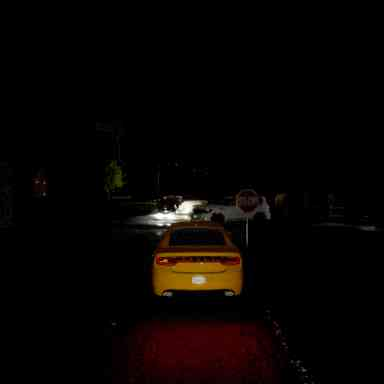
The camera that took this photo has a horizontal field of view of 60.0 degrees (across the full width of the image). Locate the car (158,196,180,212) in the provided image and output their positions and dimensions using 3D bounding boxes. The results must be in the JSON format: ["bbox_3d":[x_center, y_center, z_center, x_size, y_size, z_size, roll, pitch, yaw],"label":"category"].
[{"bbox_3d":[-2.809,1.491,38.142,2.128,1.511,4.902,0,0,1],"label":"car"}]

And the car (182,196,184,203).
[{"bbox_3d":[-2.723,1.522,57.101,1.812,1.442,4.674,0,0,1],"label":"car"}]

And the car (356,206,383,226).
[{"bbox_3d":[14.833,1.651,24.638,5.008,1.535,1.882,1,-1,-1],"label":"car"}]

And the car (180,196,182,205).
[{"bbox_3d":[-2.763,1.524,47.194,1.812,1.442,4.674,0,0,0],"label":"car"}]

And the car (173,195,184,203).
[{"bbox_3d":[-2.668,1.471,67.592,1.882,1.535,5.008,0,0,0],"label":"car"}]

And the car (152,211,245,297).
[{"bbox_3d":[0.078,1.479,8.625,1.882,1.535,5.008,0,0,-1],"label":"car"}]

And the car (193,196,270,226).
[{"bbox_3d":[2.653,1.258,22.327,5.566,2.045,2.150,1,-1,-27],"label":"car"}]
